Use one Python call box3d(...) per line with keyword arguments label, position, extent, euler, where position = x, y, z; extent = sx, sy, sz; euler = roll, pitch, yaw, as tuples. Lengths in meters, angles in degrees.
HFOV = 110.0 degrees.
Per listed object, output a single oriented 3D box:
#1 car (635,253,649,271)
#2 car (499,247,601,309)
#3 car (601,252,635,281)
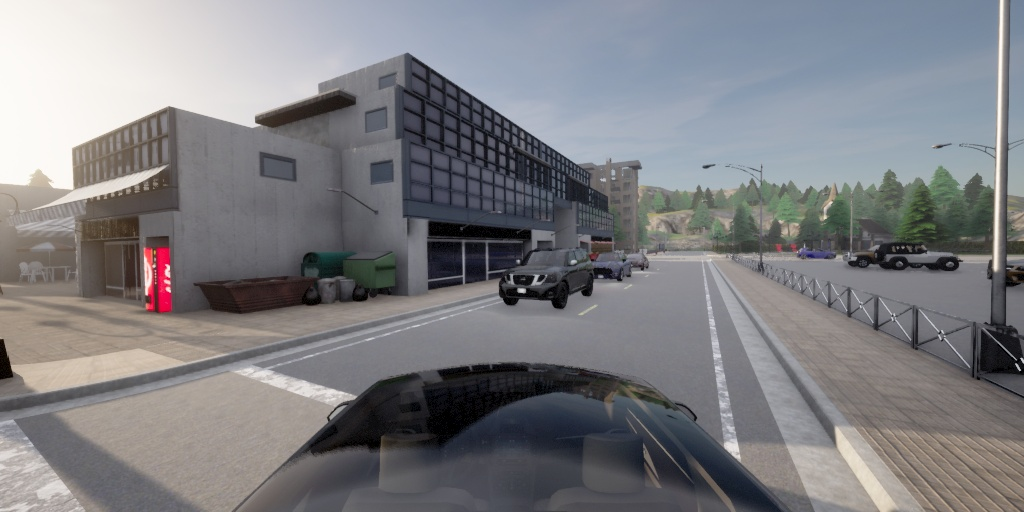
box3d(label="car", position=(10.924, 0.454, 31.712), extent=(1.812, 1.442, 4.674), euler=(0, 2, 28))
box3d(label="car", position=(1.590, 0.690, 13.947), extent=(2.150, 2.045, 5.566), euler=(0, 1, 28))
box3d(label="car", position=(6.163, 0.555, 22.656), extent=(2.097, 1.767, 4.553), euler=(0, 2, 28))
